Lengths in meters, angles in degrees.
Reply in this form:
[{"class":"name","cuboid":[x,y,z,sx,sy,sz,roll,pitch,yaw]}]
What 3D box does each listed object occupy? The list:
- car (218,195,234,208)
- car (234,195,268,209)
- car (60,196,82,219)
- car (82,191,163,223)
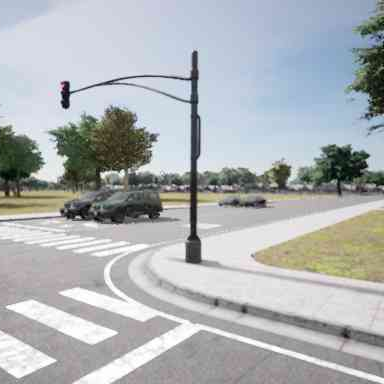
[{"class":"car","cuboid":[5.109,1.161,42.338,1.812,1.442,4.674,1,0,35]},{"class":"car","cuboid":[7.402,1.142,39.952,1.882,1.535,5.008,1,1,35]},{"class":"car","cuboid":[-7.060,0.930,25.057,2.150,2.045,5.566,1,1,35]},{"class":"car","cuboid":[-4.401,0.955,23.139,2.150,2.045,5.566,1,1,37]}]
